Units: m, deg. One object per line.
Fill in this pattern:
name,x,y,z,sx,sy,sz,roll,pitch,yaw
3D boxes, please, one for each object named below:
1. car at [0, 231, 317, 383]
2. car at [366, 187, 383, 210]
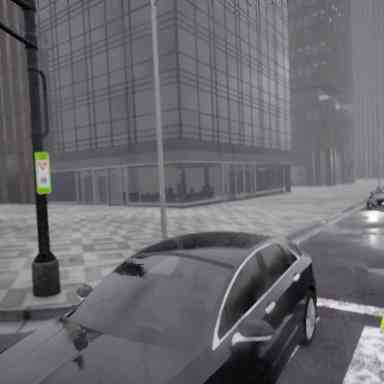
car,0.052,1.329,3.706,1.837,1.490,4.892,-1,3,32
car,12.348,0.389,21.019,1.994,1.385,4.181,-1,3,35
